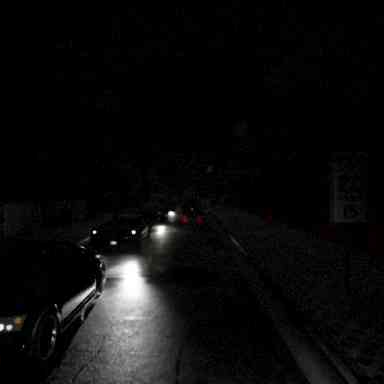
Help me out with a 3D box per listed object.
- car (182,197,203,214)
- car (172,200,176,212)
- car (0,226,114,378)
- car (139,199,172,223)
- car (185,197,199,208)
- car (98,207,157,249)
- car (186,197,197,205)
[{"bbox_3d":[0.021,1.441,33.937,1.812,1.442,4.674,0,0,0],"label":"car"},{"bbox_3d":[-2.835,1.477,37.716,1.994,1.385,4.181,0,0,0],"label":"car"},{"bbox_3d":[-2.851,1.542,5.563,1.994,1.385,4.181,0,0,0],"label":"car"},{"bbox_3d":[-2.842,1.400,24.852,1.882,1.535,5.008,0,0,0],"label":"car"},{"bbox_3d":[0.010,1.486,47.098,1.994,1.385,4.181,0,0,0],"label":"car"},{"bbox_3d":[-2.862,1.548,14.379,1.895,1.301,4.718,0,0,0],"label":"car"},{"bbox_3d":[-0.087,1.547,58.111,1.895,1.301,4.718,0,0,0],"label":"car"}]
